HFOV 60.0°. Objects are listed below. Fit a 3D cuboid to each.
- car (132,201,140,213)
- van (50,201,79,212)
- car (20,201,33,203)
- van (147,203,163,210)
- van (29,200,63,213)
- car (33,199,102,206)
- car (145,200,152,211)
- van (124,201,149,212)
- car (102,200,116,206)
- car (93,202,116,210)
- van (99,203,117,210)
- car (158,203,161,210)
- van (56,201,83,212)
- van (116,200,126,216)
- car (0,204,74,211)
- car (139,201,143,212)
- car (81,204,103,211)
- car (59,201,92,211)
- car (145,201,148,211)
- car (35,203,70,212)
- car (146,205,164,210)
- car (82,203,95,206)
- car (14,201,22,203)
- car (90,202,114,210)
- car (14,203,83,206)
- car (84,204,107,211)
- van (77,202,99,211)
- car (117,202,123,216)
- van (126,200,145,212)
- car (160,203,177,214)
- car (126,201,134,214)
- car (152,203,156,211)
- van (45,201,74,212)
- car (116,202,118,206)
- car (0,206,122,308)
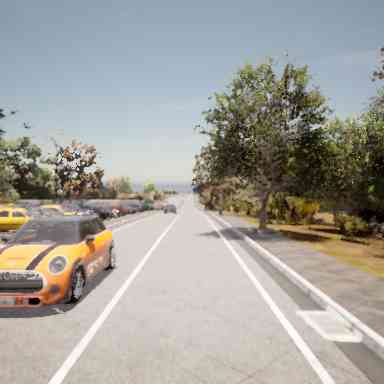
[{"bbox_3d":[-10.292,2.426,47.420,4.792,1.488,2.163,0,-2,0],"label":"car"},{"bbox_3d":[-23.511,2.633,61.436,4.442,1.987,1.878,0,-3,0],"label":"van"},{"bbox_3d":[-23.399,2.242,42.065,5.008,1.535,2.097,0,-2,0],"label":"car"},{"bbox_3d":[-10.415,4.115,94.566,4.442,1.987,1.878,0,-3,0],"label":"van"},{"bbox_3d":[-23.282,2.333,53.147,4.442,1.987,1.878,0,-2,0],"label":"van"},{"bbox_3d":[-10.363,1.718,28.005,4.553,1.767,2.185,0,-2,0],"label":"car"},{"bbox_3d":[-10.345,2.477,58.513,5.566,2.045,2.435,0,-3,0],"label":"car"},{"bbox_3d":[-10.198,2.627,61.285,4.442,1.987,1.878,0,-3,0],"label":"van"},{"bbox_3d":[-10.302,1.668,30.779,5.566,2.045,2.435,0,-2,0],"label":"car"},{"bbox_3d":[-23.353,3.845,89.112,5.566,2.045,2.435,0,-3,0],"label":"car"},{"bbox_3d":[-23.263,3.994,91.878,4.442,1.987,1.878,0,-3,0],"label":"van"},{"bbox_3d":[-10.300,3.598,77.916,4.892,1.521,2.231,0,-3,0],"label":"car"},{"bbox_3d":[-23.510,2.751,64.078,4.442,1.987,1.878,0,-3,0],"label":"van"},{"bbox_3d":[-10.443,1.932,39.103,4.442,1.987,1.878,0,-2,0],"label":"van"},{"bbox_3d":[-10.150,1.649,19.686,5.366,1.575,1.946,0,-1,0],"label":"car"},{"bbox_3d":[-10.323,2.516,50.196,4.674,1.452,2.002,0,-2,0],"label":"car"},{"bbox_3d":[-23.389,3.635,77.904,4.674,1.452,2.002,0,-3,0],"label":"car"},{"bbox_3d":[-23.364,2.849,66.847,5.566,2.045,2.435,0,-3,0],"label":"car"},{"bbox_3d":[-10.347,2.664,55.752,4.792,1.488,2.163,0,-2,0],"label":"car"},{"bbox_3d":[-23.403,2.638,55.909,5.008,1.535,2.097,0,-2,0],"label":"car"},{"bbox_3d":[-10.271,4.247,91.781,4.792,1.488,2.163,0,-3,0],"label":"car"},{"bbox_3d":[-10.339,1.771,25.225,5.008,1.535,2.097,0,-2,0],"label":"car"},{"bbox_3d":[-23.401,2.159,39.170,5.008,1.535,2.097,0,-2,0],"label":"car"},{"bbox_3d":[-23.354,3.721,86.345,5.566,2.045,2.435,0,-3,0],"label":"car"},{"bbox_3d":[-10.340,1.708,22.454,4.892,1.521,2.231,0,-1,0],"label":"car"},{"bbox_3d":[-23.380,3.724,80.798,5.008,1.535,2.097,0,-3,0],"label":"car"},{"bbox_3d":[-23.505,3.246,75.148,4.442,1.987,1.878,0,-3,0],"label":"van"},{"bbox_3d":[-10.330,2.119,36.320,4.674,1.452,2.002,0,-2,0],"label":"car"},{"bbox_3d":[-10.202,2.329,52.978,4.442,1.987,1.878,0,-2,0],"label":"van"},{"bbox_3d":[-3.322,2.532,50.638,1.837,1.490,4.892,0,-2,0],"label":"car"},{"bbox_3d":[-10.330,2.237,41.872,5.008,1.535,2.097,0,-2,0],"label":"car"},{"bbox_3d":[-10.307,3.100,66.822,5.008,1.535,2.097,0,-3,0],"label":"car"},{"bbox_3d":[-23.280,2.503,58.536,4.442,1.987,1.878,0,-2,0],"label":"van"},{"bbox_3d":[-10.358,2.029,33.546,4.792,1.488,2.163,0,-2,0],"label":"car"},{"bbox_3d":[-3.349,1.397,8.225,2.097,1.767,4.553,0,0,0],"label":"car"}]
